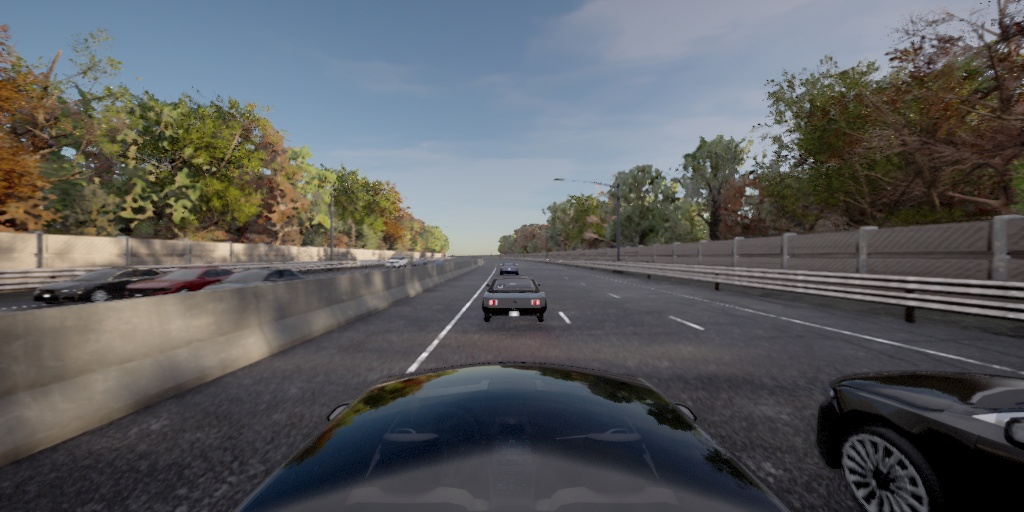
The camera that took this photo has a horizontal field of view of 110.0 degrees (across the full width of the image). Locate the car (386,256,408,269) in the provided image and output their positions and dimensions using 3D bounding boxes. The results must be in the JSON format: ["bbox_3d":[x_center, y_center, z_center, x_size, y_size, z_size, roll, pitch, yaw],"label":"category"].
[{"bbox_3d":[-18.467,0.986,57.794,2.150,2.045,5.566,0,0,-1],"label":"car"}]

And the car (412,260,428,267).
[{"bbox_3d":[-14.986,1.314,58.931,2.033,1.411,5.357,0,0,-1],"label":"car"}]

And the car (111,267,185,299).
[{"bbox_3d":[-14.175,1.234,16.085,1.882,1.535,5.008,0,0,-1],"label":"car"}]

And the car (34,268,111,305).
[{"bbox_3d":[-17.674,1.261,16.022,1.837,1.490,4.892,0,0,0],"label":"car"}]

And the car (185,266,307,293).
[{"bbox_3d":[-10.668,1.260,15.228,1.837,1.490,4.892,0,0,0],"label":"car"}]

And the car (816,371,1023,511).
[{"bbox_3d":[3.592,1.241,1.142,2.128,1.511,4.902,0,0,0],"label":"car"}]

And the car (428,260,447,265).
[{"bbox_3d":[-11.448,1.315,57.278,2.033,1.411,5.357,0,0,-1],"label":"car"}]

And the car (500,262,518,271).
[{"bbox_3d":[-0.324,1.328,39.161,1.994,1.385,4.181,0,0,-1],"label":"car"}]

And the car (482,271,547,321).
[{"bbox_3d":[0.055,1.355,12.421,1.895,1.301,4.718,0,0,0],"label":"car"}]
